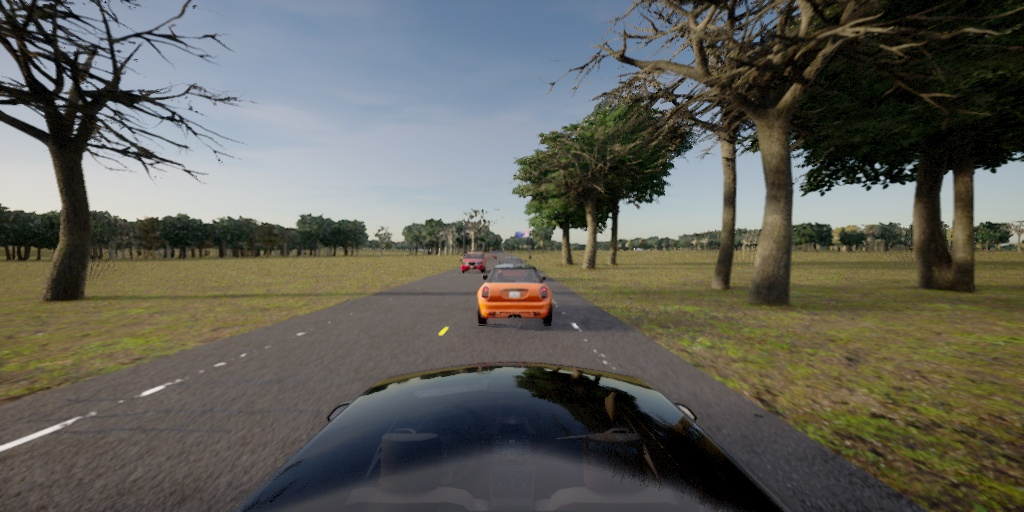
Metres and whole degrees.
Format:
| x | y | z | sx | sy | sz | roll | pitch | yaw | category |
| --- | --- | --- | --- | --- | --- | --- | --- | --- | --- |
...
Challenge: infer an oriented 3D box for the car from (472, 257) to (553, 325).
| x | y | z | sx | sy | sz | roll | pitch | yaw | category |
| --- | --- | --- | --- | --- | --- | --- | --- | --- | --- |
| 0.071 | 1.020 | 11.645 | 2.097 | 1.767 | 4.553 | 0 | 0 | 0 | car |

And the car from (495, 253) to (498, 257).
| x | y | z | sx | sy | sz | roll | pitch | yaw | category |
| --- | --- | --- | --- | --- | --- | --- | --- | --- | --- |
| -0.009 | 0.862 | 27.740 | 2.097 | 1.767 | 4.553 | 0 | 1 | 0 | car |

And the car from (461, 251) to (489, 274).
| x | y | z | sx | sy | sz | roll | pitch | yaw | category |
| --- | --- | --- | --- | --- | --- | --- | --- | --- | --- |
| -3.765 | 0.637 | 36.067 | 2.150 | 2.045 | 5.566 | 0 | 1 | 0 | car |
